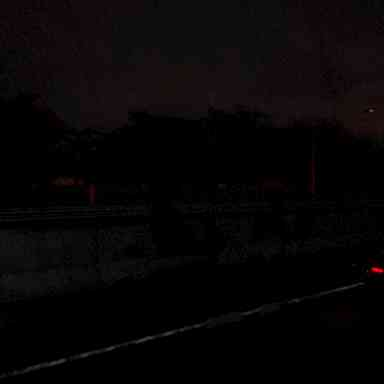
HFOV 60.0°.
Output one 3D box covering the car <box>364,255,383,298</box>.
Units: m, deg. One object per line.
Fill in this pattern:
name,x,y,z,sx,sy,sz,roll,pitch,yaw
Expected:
car,5.941,1.533,7.109,5.357,1.411,2.033,0,0,-32
